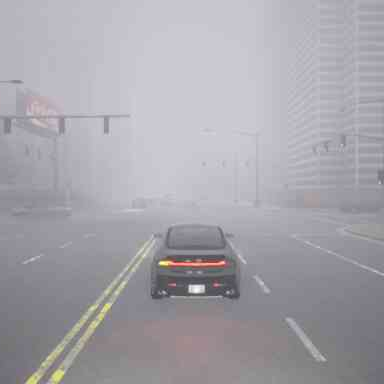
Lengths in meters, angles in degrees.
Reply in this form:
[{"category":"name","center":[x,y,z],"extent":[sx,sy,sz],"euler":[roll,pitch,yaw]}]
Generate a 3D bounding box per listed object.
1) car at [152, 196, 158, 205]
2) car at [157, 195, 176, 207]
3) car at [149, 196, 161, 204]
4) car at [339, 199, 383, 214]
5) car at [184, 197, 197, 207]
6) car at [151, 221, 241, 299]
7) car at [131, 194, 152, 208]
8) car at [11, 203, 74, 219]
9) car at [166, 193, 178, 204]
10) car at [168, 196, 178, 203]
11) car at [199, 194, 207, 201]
[{"category":"car","center":[-7.466,1.617,56.985],"extent":[1.895,1.301,4.718],"euler":[0,0,0]},{"category":"car","center":[-3.927,1.540,51.700],"extent":[1.812,1.442,4.674],"euler":[0,0,0]},{"category":"car","center":[-7.474,1.583,67.956],"extent":[1.994,1.385,4.181],"euler":[0,0,0]},{"category":"car","center":[18.438,1.488,35.660],"extent":[5.008,1.535,1.882],"euler":[0,0,-1]},{"category":"car","center":[-0.251,1.541,52.657],"extent":[1.812,1.442,4.674],"euler":[0,0,0]},{"category":"car","center":[0.054,1.507,8.443],"extent":[1.837,1.490,4.892],"euler":[0,0,-1]},{"category":"car","center":[-7.424,1.505,47.721],"extent":[2.128,1.511,4.902],"euler":[0,0,0]},{"category":"car","center":[-12.729,1.609,28.606],"extent":[4.718,1.301,1.895],"euler":[0,0,-9]},{"category":"car","center":[-3.977,1.239,61.278],"extent":[2.150,2.045,5.566],"euler":[0,0,0]},{"category":"car","center":[-3.983,1.616,71.324],"extent":[1.895,1.301,4.718],"euler":[0,0,0]},{"category":"car","center":[2.897,1.381,88.700],"extent":[2.097,1.767,4.553],"euler":[0,0,0]}]
